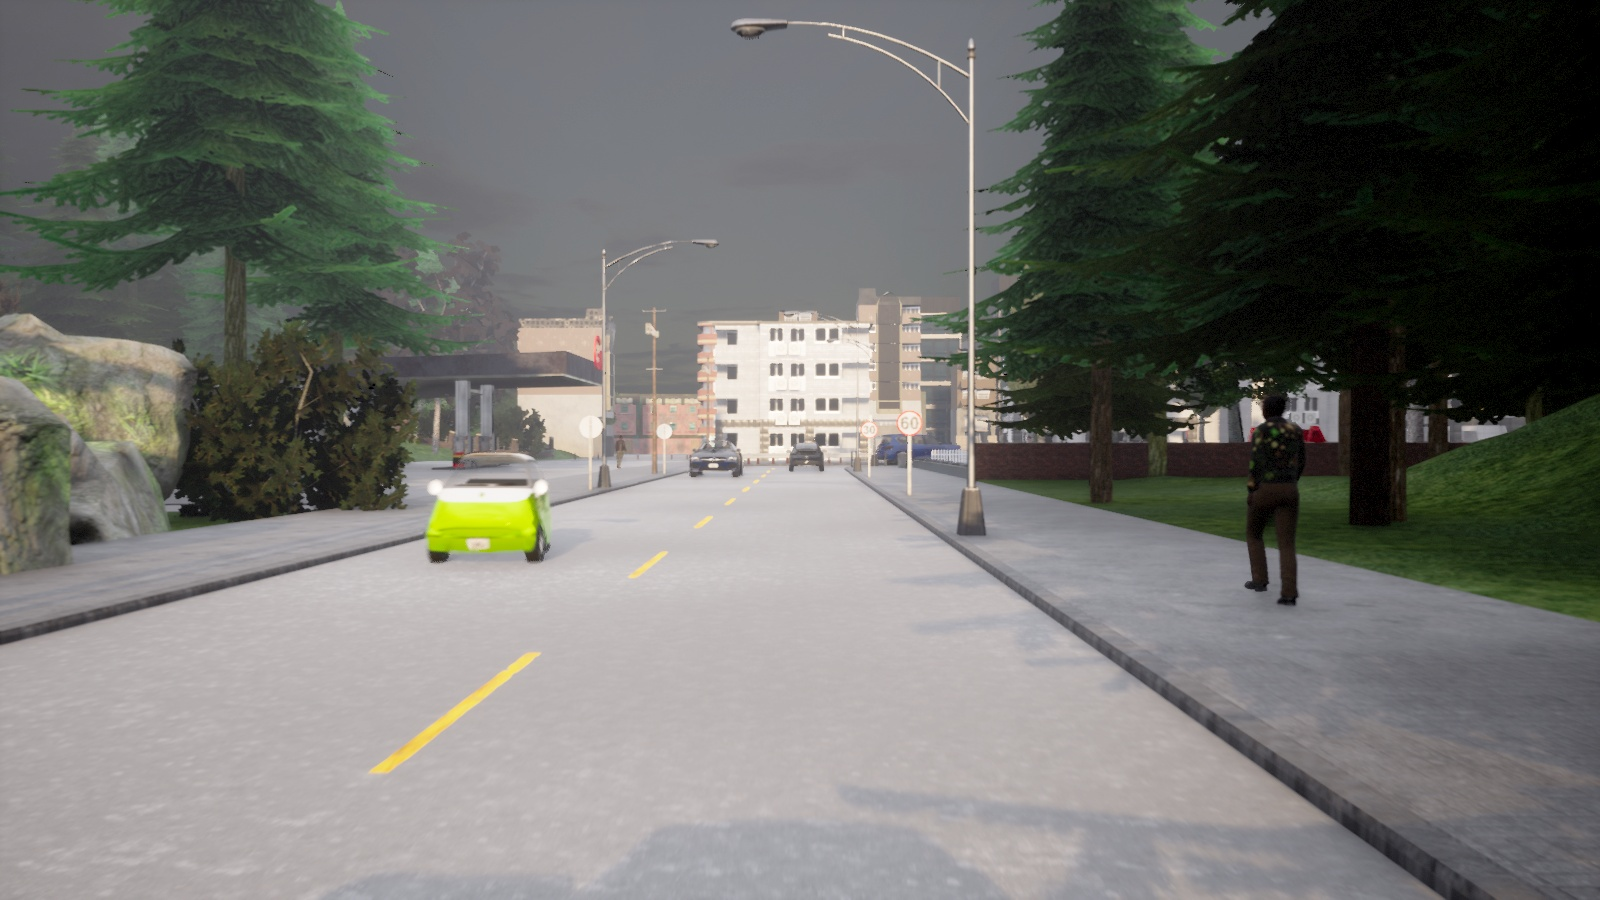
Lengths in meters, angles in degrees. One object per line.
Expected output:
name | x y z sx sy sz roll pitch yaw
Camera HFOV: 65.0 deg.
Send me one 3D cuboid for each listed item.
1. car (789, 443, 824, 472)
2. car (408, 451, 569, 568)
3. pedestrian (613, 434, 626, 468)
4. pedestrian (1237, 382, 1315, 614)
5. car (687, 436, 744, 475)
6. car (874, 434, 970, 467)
car | 0.348 0.371 67.623 1.837 1.490 4.892 0 0 0
car | -3.893 0.707 15.977 1.481 1.376 2.207 0 0 0
pedestrian | -9.767 0.065 68.101 0.431 1.840 0.703 0 0 19
pedestrian | 4.070 0.399 10.770 0.395 1.930 0.692 0 0 -1
car | -3.704 0.207 55.922 2.152 1.651 5.027 0 0 0
car | 7.651 0.027 78.907 5.566 2.045 2.150 0 0 -16
